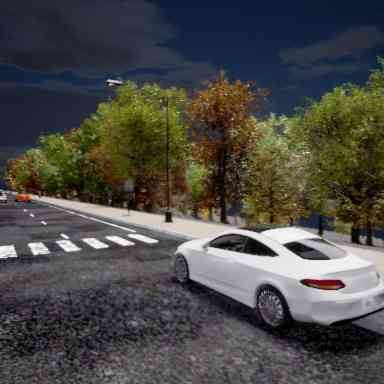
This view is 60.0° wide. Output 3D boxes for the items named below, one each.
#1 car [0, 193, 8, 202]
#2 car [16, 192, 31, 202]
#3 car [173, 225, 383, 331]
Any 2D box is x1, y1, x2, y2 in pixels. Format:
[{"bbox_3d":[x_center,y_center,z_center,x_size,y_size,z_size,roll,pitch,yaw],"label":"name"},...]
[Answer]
[{"bbox_3d":[-30.781,0.943,53.503,1.812,1.442,4.674,-1,1,-31],"label":"car"},{"bbox_3d":[-27.938,0.712,55.074,2.097,1.767,4.553,-1,1,-31],"label":"car"},{"bbox_3d":[1.313,1.390,6.690,1.812,1.442,4.674,-1,1,-31],"label":"car"}]
